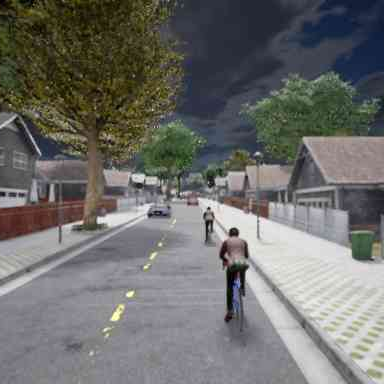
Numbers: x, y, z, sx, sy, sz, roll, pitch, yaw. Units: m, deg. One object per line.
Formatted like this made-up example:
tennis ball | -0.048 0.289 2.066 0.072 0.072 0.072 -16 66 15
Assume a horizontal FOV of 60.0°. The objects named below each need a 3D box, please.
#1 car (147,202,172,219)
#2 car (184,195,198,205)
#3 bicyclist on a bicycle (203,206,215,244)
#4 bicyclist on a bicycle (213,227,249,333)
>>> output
car | -2.833 1.606 29.890 1.994 1.385 4.181 0 0 0
car | 0.129 1.676 59.666 1.994 1.385 4.181 0 0 0
bicyclist on a bicycle | 0.767 1.468 14.889 0.582 1.620 1.656 0 0 0
bicyclist on a bicycle | 0.763 1.458 5.875 0.582 1.620 1.656 0 0 0
